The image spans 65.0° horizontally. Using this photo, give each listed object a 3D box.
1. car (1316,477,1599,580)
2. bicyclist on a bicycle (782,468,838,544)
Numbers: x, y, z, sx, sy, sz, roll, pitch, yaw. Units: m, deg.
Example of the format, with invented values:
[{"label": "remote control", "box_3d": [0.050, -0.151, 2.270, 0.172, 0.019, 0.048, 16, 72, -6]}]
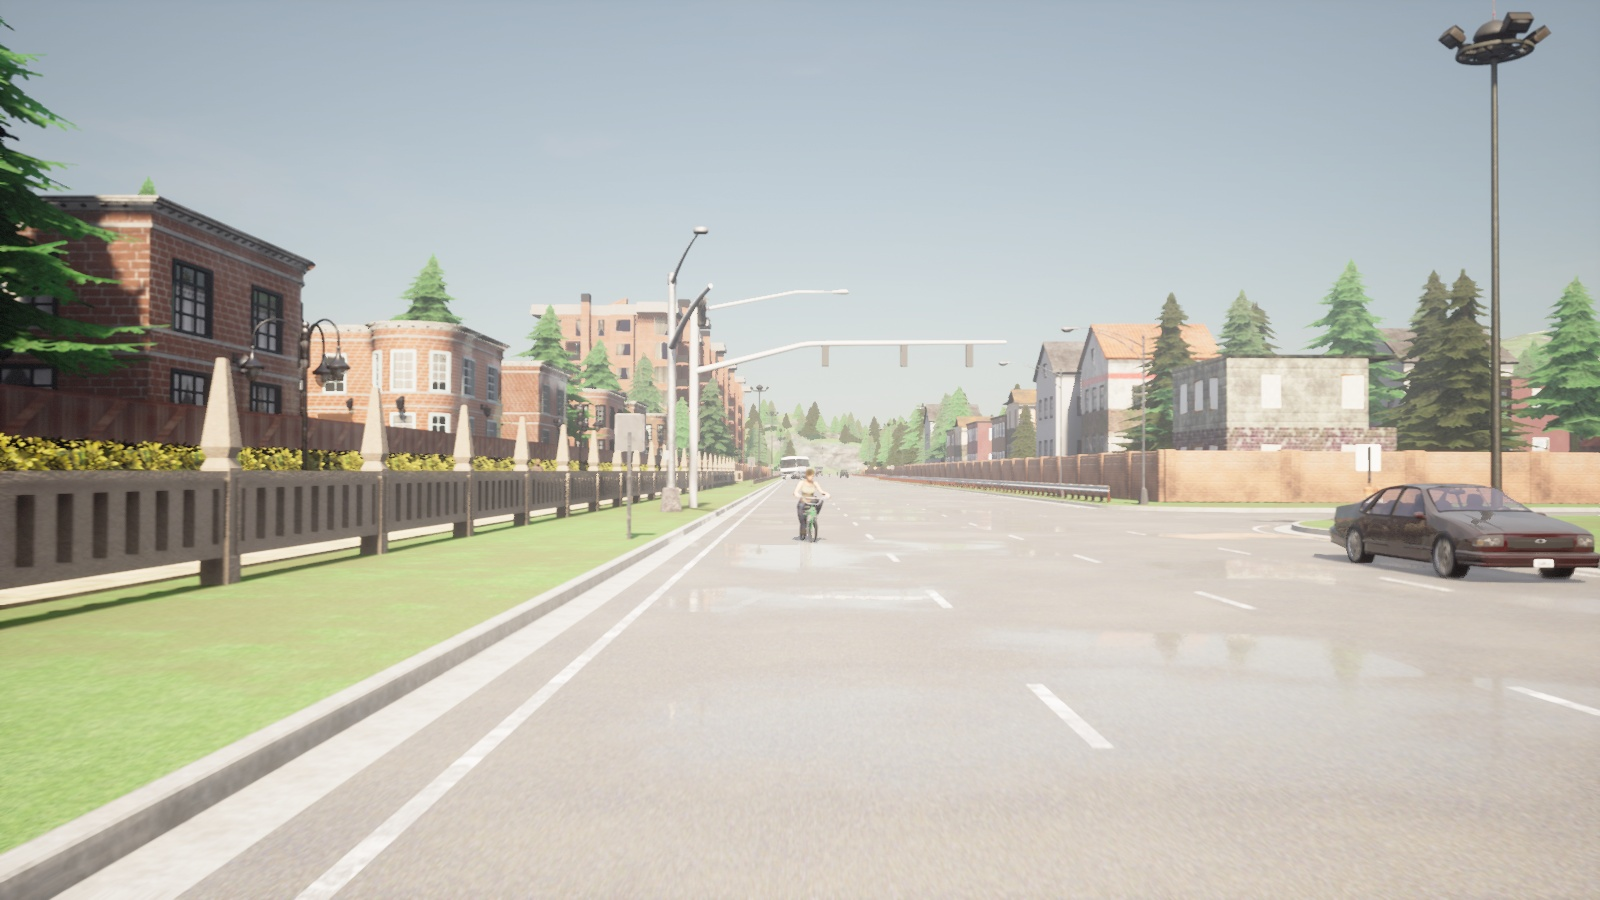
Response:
[{"label": "car", "box_3d": [10.451, 1.159, 20.266, 2.033, 1.411, 5.357, 0, -1, 0]}, {"label": "bicyclist on a bicycle", "box_3d": [0.206, 1.212, 27.549, 0.866, 1.612, 1.509, 2, -1, -13]}]
